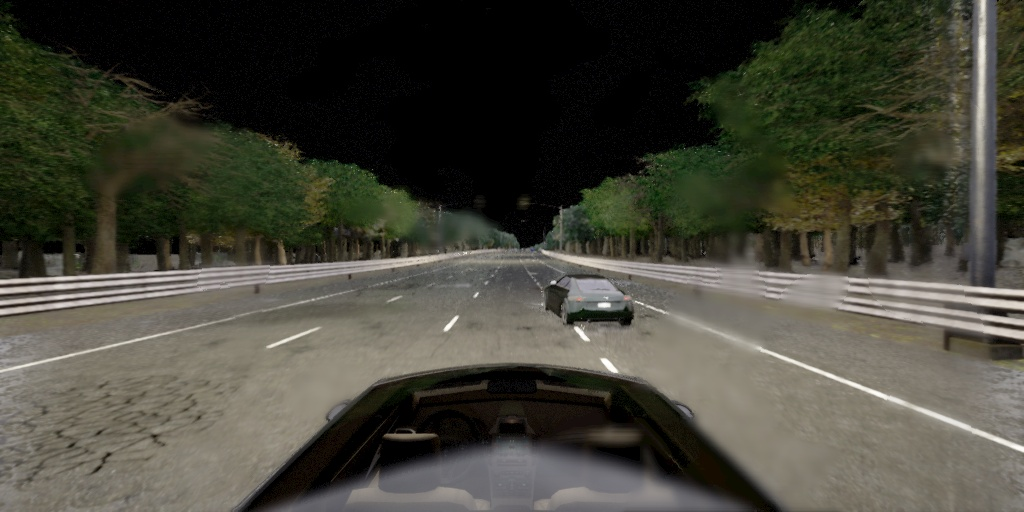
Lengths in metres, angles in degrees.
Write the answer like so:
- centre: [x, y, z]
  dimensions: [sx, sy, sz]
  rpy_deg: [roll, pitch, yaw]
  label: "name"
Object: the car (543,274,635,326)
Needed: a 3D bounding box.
- centre: [2.257, 1.271, 11.525]
  dimensions: [1.994, 1.385, 4.181]
  rpy_deg: [0, 0, -6]
  label: "car"
